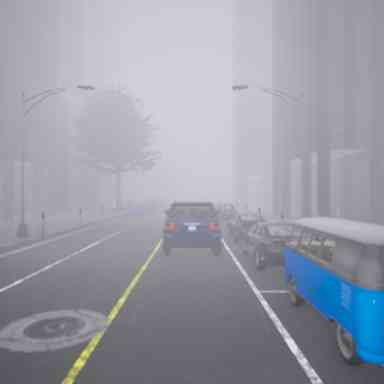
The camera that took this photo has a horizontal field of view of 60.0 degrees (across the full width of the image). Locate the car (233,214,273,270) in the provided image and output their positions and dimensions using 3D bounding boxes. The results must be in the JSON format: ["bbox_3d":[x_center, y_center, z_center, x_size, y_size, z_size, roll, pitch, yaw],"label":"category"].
[{"bbox_3d":[2.771,1.660,11.258,2.008,1.369,4.403,0,-1,0],"label":"car"}]

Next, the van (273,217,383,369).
[{"bbox_3d":[2.768,1.396,5.641,1.690,1.788,3.998,0,-1,0],"label":"van"}]

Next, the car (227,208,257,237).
[{"bbox_3d":[2.774,1.714,16.877,2.008,1.369,4.403,0,-1,0],"label":"car"}]

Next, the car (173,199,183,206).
[{"bbox_3d":[-2.954,2.257,70.974,1.994,1.385,4.181,0,-1,0],"label":"car"}]

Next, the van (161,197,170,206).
[{"bbox_3d":[-5.715,2.067,73.060,1.690,1.788,3.998,0,-1,0],"label":"van"}]

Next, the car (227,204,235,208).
[{"bbox_3d":[2.782,1.713,28.115,1.967,1.590,4.097,0,-1,0],"label":"car"}]

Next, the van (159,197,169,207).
[{"bbox_3d":[-5.718,2.010,67.442,1.690,1.788,3.998,0,-1,0],"label":"van"}]

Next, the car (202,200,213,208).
[{"bbox_3d":[2.803,2.138,61.995,1.752,1.417,4.829,0,-1,0],"label":"car"}]

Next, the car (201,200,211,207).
[{"bbox_3d":[2.806,2.234,67.443,1.947,1.339,4.313,0,-1,0],"label":"car"}]

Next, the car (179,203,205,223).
[{"bbox_3d":[0.022,1.777,29.306,2.128,1.511,4.902,0,0,0],"label":"car"}]

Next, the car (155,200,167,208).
[{"bbox_3d":[-5.722,2.156,61.822,1.887,1.381,4.507,0,-1,0],"label":"car"}]

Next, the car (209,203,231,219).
[{"bbox_3d":[2.785,1.855,33.902,1.752,1.417,4.829,0,-1,0],"label":"car"}]

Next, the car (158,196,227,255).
[{"bbox_3d":[0.010,1.352,14.023,2.150,2.045,5.566,0,0,0],"label":"car"}]

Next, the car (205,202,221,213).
[{"bbox_3d":[2.792,2.006,44.969,1.947,1.339,4.313,0,-1,0],"label":"car"}]

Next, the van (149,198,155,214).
[{"bbox_3d":[-5.736,1.725,39.351,1.690,1.788,3.998,0,-1,0],"label":"van"}]

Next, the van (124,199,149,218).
[{"bbox_3d":[-5.740,1.669,33.733,1.690,1.788,3.998,0,-1,0],"label":"van"}]

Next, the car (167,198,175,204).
[{"bbox_3d":[-5.705,2.427,89.742,1.752,1.417,4.829,0,-1,0],"label":"car"}]

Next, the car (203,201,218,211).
[{"bbox_3d":[2.796,2.063,50.587,1.947,1.339,4.313,0,-1,0],"label":"car"}]

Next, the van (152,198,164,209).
[{"bbox_3d":[-5.726,1.895,56.206,1.690,1.788,3.998,0,-1,0],"label":"van"}]

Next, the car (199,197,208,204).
[{"bbox_3d":[2.817,2.159,84.301,2.192,1.841,5.009,0,-1,0],"label":"car"}]

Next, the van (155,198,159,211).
[{"bbox_3d":[-5.733,1.781,44.970,1.690,1.788,3.998,0,-1,0],"label":"van"}]
